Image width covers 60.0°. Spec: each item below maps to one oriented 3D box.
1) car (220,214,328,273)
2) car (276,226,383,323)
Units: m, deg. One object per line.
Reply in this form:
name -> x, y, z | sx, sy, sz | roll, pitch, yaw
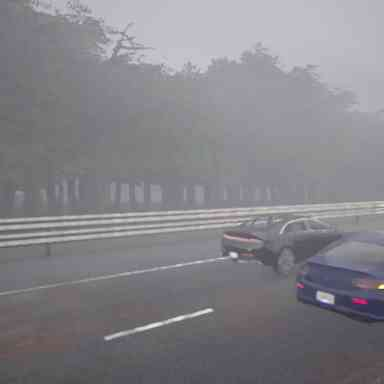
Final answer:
car -> 3.077, 1.442, 10.234 | 4.902, 1.511, 2.128 | 0, 0, -35
car -> 3.971, 1.484, 6.585 | 4.674, 1.442, 1.812 | 0, 0, -36
